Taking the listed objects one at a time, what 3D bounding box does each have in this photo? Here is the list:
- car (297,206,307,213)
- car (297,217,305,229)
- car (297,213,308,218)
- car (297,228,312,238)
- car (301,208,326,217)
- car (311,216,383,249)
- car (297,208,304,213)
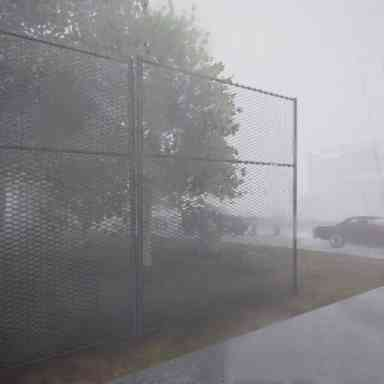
[{"bbox_3d":[28.170,5.222,82.327,4.553,1.767,2.185,1,0,35],"label":"car"},{"bbox_3d":[15.859,4.443,43.900,1.946,1.575,5.366,0,0,36],"label":"car"},{"bbox_3d":[14.331,4.320,46.533,2.185,1.767,4.553,0,0,36],"label":"car"},{"bbox_3d":[7.958,4.403,25.524,2.435,2.045,5.566,0,1,36],"label":"car"},{"bbox_3d":[30.644,5.150,84.021,5.566,2.045,2.435,1,0,35],"label":"car"},{"bbox_3d":[7.597,1.662,13.545,1.895,1.301,4.718,-1,-1,-33],"label":"car"},{"bbox_3d":[23.228,5.239,78.889,5.008,1.535,2.097,1,0,36],"label":"car"}]
